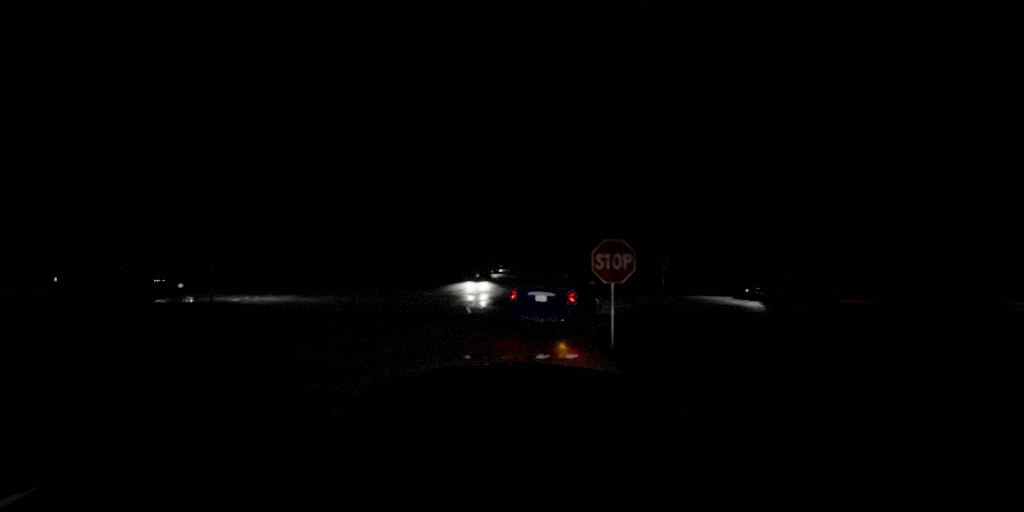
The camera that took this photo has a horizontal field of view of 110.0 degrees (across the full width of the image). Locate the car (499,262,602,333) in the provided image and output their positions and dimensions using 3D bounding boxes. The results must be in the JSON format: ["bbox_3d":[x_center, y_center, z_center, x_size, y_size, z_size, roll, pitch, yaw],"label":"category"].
[{"bbox_3d":[1.495,1.136,11.284,2.097,1.767,4.553,1,0,20],"label":"car"}]

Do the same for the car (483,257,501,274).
[{"bbox_3d":[-2.845,1.174,45.941,2.150,2.045,5.566,0,-1,0],"label":"car"}]

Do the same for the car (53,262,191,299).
[{"bbox_3d":[-17.162,1.007,15.933,4.902,1.511,2.128,1,0,0],"label":"car"}]

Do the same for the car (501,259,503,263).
[{"bbox_3d":[-2.761,1.315,63.814,2.150,2.045,5.566,0,-1,0],"label":"car"}]

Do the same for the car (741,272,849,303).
[{"bbox_3d":[14.738,1.582,18.824,4.892,1.490,1.837,1,0,-1],"label":"car"}]

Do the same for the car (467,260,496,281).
[{"bbox_3d":[-2.846,1.358,32.057,2.128,1.511,4.902,0,0,0],"label":"car"}]
